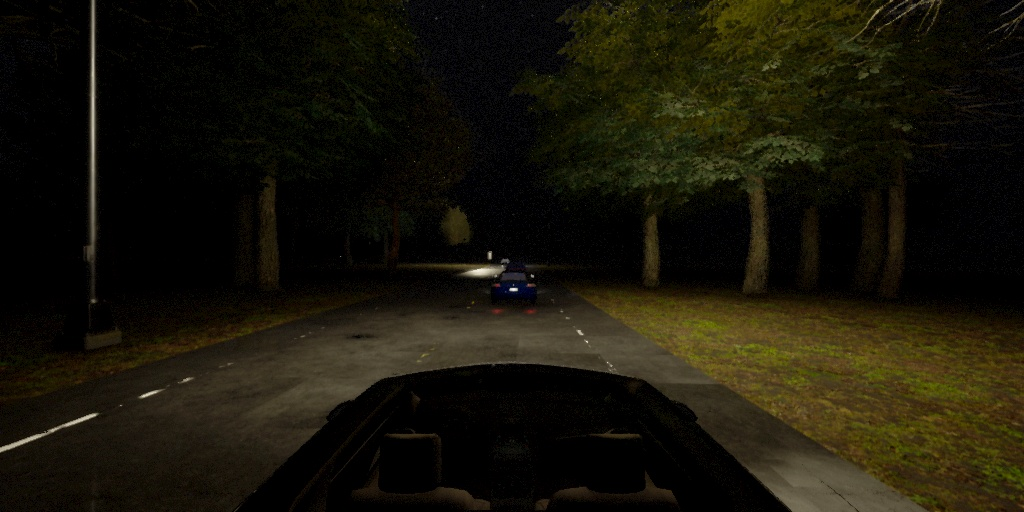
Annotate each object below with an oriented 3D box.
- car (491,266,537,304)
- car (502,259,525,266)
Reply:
[{"bbox_3d":[0.090,1.330,16.469,1.994,1.385,4.181,0,0,1],"label":"car"},{"bbox_3d":[0.358,1.259,31.451,1.882,1.535,5.008,0,0,1],"label":"car"}]
